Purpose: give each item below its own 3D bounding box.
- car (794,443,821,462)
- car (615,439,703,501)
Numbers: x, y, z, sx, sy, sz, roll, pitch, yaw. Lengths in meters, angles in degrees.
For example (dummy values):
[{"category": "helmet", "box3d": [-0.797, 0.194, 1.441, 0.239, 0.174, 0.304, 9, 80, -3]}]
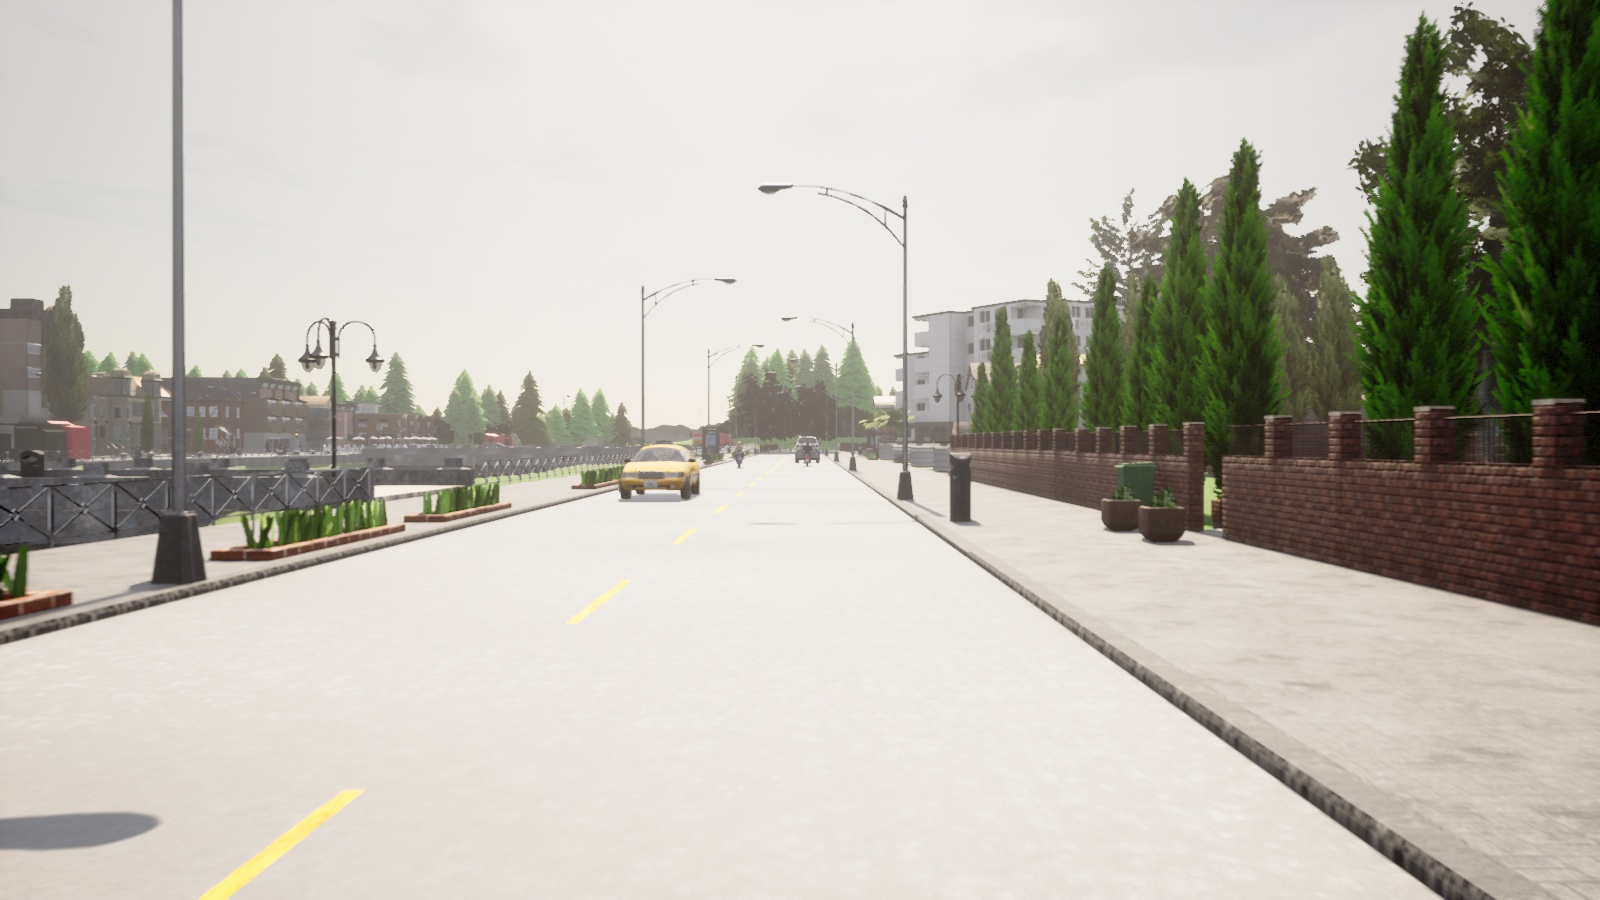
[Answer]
[{"category": "car", "box3d": [0.565, 0.175, 95.421, 1.970, 1.475, 3.806, 0, 0, 0]}, {"category": "car", "box3d": [-3.786, 0.487, 34.610, 1.801, 1.575, 5.366, 0, 0, 0]}]
